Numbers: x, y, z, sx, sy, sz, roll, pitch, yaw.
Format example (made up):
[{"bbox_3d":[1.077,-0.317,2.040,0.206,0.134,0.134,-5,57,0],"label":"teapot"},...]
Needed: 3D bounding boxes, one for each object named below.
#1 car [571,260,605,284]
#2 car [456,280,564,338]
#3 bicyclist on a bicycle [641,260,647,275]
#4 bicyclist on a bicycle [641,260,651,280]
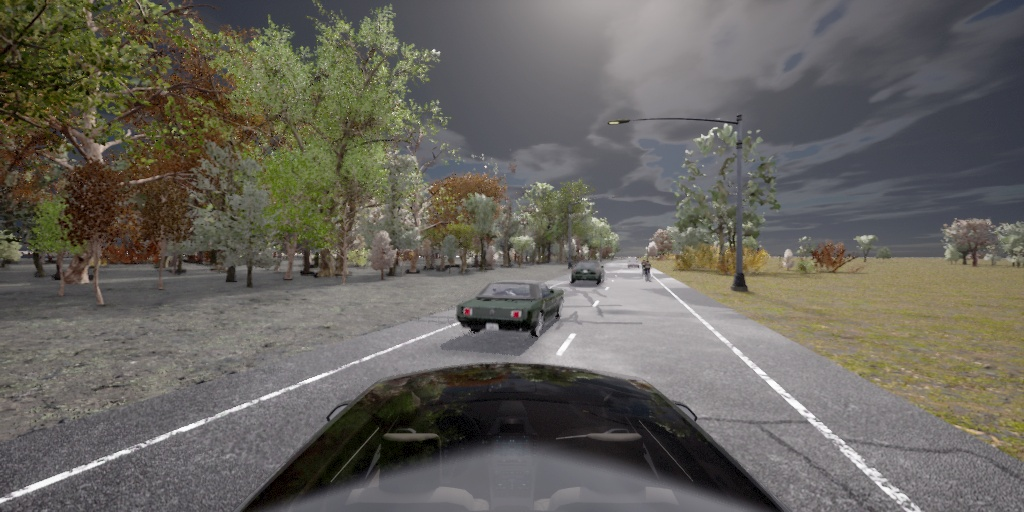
[{"bbox_3d":[5.863,1.115,27.346,2.097,1.767,4.553,0,0,18],"label":"car"},{"bbox_3d":[0.253,1.355,10.432,1.895,1.301,4.718,0,0,18],"label":"car"},{"bbox_3d":[14.093,1.222,38.289,0.582,1.620,1.656,0,0,18],"label":"bicyclist on a bicycle"},{"bbox_3d":[11.277,1.217,29.796,0.582,1.620,1.656,0,0,18],"label":"bicyclist on a bicycle"}]
